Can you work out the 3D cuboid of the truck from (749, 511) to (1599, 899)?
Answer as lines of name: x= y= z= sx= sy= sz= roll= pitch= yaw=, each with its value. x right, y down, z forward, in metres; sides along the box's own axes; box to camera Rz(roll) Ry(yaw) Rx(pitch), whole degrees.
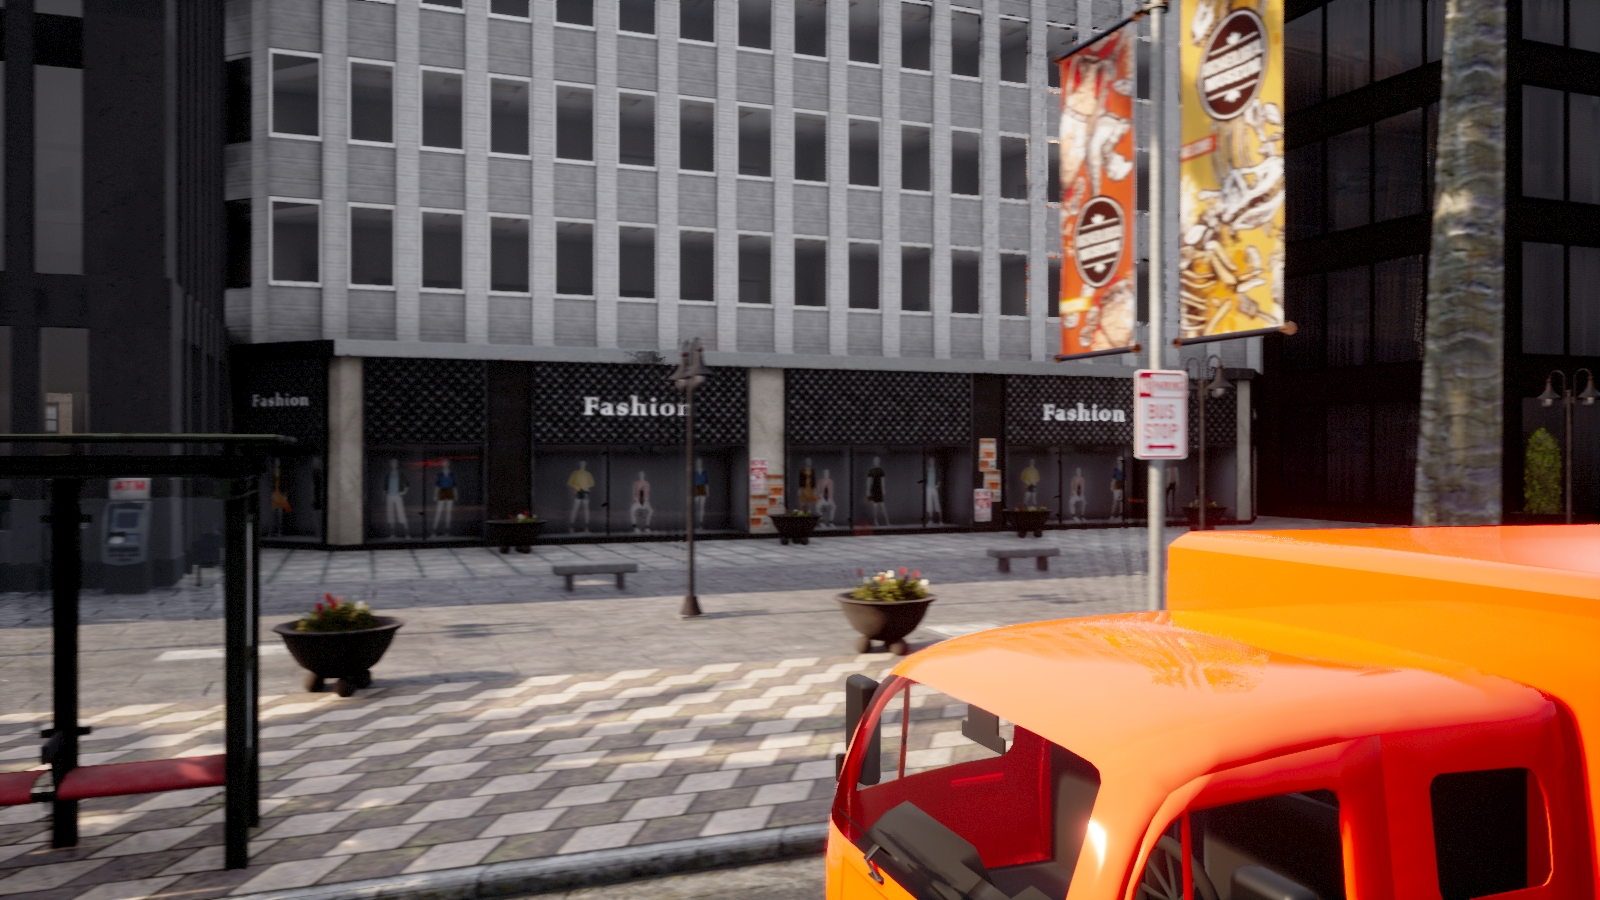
truck: x=2.685 y=1.568 z=4.278 sx=5.204 sy=2.467 sz=2.627 roll=0 pitch=0 yaw=-20
